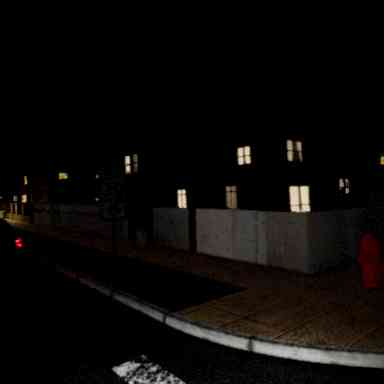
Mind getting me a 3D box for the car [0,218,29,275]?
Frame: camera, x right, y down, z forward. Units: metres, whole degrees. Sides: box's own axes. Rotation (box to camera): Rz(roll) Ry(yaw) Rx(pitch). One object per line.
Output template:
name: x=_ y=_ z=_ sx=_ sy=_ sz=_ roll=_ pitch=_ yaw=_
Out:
car: x=-6.734 y=1.566 z=10.382 sx=2.097 sy=1.767 sz=4.553 roll=-2 pitch=0 yaw=-40
